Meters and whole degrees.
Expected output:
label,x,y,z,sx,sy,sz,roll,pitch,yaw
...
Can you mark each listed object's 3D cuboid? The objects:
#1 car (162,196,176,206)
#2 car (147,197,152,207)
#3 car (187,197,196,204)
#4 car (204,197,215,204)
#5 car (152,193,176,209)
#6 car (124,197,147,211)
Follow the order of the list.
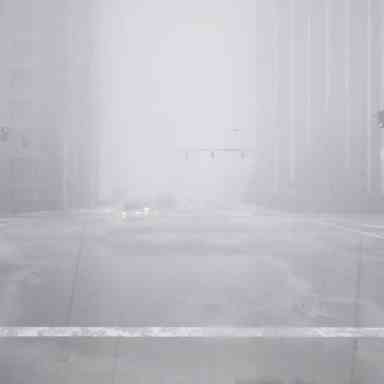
label,x,y,z,sx,sy,sz,roll,pitch,yaw
car,-3.653,1.478,54.385,1.882,1.535,5.008,0,0,0
car,-7.155,1.492,50.781,2.128,1.511,4.902,0,0,0
car,-0.088,1.601,65.584,1.895,1.301,4.718,0,0,0
car,3.413,1.601,65.049,1.895,1.301,4.718,0,0,0
car,-3.658,1.221,44.390,2.150,2.045,5.566,0,0,0
car,-7.154,1.478,41.294,1.882,1.535,5.008,0,0,0
